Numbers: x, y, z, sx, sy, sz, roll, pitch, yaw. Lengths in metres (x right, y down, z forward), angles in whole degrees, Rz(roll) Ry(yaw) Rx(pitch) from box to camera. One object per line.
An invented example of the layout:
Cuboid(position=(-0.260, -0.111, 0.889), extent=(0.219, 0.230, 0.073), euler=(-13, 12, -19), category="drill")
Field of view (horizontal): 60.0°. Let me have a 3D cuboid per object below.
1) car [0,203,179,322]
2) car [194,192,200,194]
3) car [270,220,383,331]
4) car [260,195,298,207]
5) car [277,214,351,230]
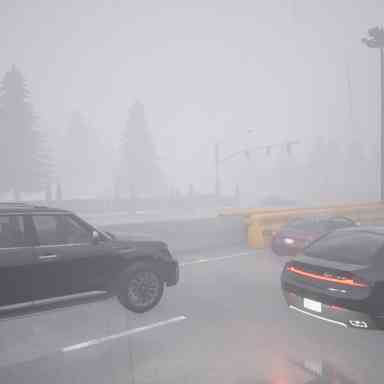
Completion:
Cuboid(position=(-2.922, 1.217, 5.961), extent=(5.566, 2.045, 2.150), euler=(0, 0, -36), category="car")
Cuboid(position=(1.044, 0.836, 76.658), extent=(2.128, 1.511, 4.902), euler=(-1, 1, 3), category="car")
Cuboid(position=(3.798, 1.435, 6.456), extent=(4.892, 1.490, 1.837), euler=(-1, 1, -35), category="car")
Cuboid(position=(10.583, 1.091, 40.855), extent=(2.033, 1.411, 5.357), euler=(-1, 1, -24), category="car")
Cuboid(position=(4.610, 1.441, 11.324), extent=(4.181, 1.385, 1.994), euler=(-1, 1, -35), category="car")
